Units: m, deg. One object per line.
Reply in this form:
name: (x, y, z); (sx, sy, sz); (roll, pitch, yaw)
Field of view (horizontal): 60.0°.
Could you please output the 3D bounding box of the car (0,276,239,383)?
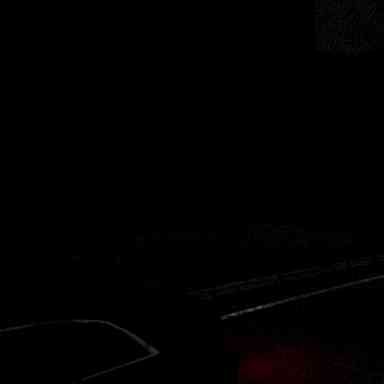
car: (-1.877, 1.501, 2.200); (4.892, 1.490, 1.837); (0, 0, -35)
